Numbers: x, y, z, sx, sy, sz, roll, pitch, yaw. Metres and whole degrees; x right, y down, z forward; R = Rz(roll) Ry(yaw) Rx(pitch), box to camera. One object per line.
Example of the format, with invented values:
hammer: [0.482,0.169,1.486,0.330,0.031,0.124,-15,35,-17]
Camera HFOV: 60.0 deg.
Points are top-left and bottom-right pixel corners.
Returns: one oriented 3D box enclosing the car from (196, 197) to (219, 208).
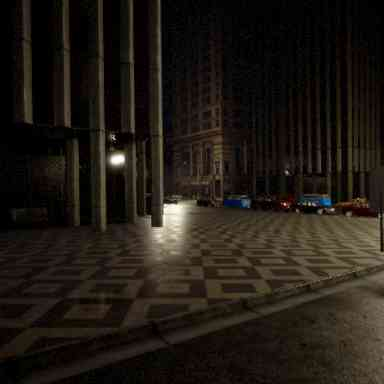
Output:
car: [2.442,1.371,46.843,1.967,1.590,4.097,-1,1,-36]

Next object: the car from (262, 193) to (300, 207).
car: [12.601,1.130,47.335,2.192,1.841,5.009,-1,1,-36]

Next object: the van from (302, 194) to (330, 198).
van: [15.830,1.178,42.852,1.690,1.788,3.998,-1,1,-36]

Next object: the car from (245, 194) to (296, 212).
car: [8.902,1.290,37.878,2.192,1.841,5.009,-1,1,-36]

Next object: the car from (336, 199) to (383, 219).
car: [15.365,1.567,28.915,1.887,1.381,4.507,-1,1,-36]

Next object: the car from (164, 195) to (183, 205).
car: [-4.018,1.439,55.810,2.008,1.369,4.403,-1,1,-36]

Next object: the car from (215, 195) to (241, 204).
car: [6.046,1.296,56.442,1.752,1.417,4.829,-1,1,-36]

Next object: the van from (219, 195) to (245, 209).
van: [5.671,1.294,42.361,1.690,1.788,3.998,-1,1,-36]

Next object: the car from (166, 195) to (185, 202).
car: [-3.540,1.257,69.755,2.008,1.369,4.403,-1,1,-36]

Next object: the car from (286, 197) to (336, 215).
car: [12.135,1.549,33.398,2.008,1.369,4.403,-1,1,-36]
